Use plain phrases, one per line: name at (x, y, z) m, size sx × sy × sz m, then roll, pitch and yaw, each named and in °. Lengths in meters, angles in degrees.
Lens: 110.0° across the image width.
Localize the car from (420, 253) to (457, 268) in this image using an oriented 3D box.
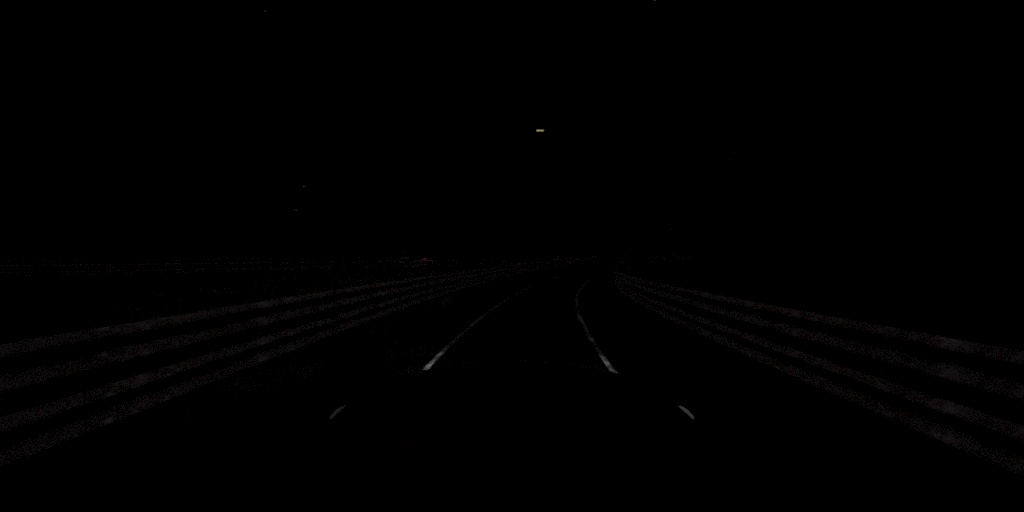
car at (-10.829, 0.595, 52.638) m, size 5.566 × 2.045 × 2.150 m, roll 0°, pitch 1°, yaw -40°
